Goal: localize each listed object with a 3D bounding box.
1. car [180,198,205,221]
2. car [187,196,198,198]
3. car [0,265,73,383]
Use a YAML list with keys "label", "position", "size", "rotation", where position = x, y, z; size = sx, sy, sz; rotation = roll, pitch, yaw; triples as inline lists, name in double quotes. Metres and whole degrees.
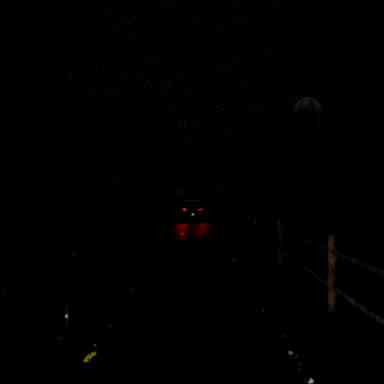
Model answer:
- label: "car"
  position: [0.062, 1.444, 26.567]
  size: [1.812, 1.442, 4.674]
  rotation: [0, 0, 0]
- label: "car"
  position: [0.024, 1.231, 41.682]
  size: [2.097, 1.767, 4.553]
  rotation: [0, 0, 0]
- label: "car"
  position: [-2.848, 1.552, 3.515]
  size: [1.994, 1.385, 4.181]
  rotation: [0, 0, 0]
